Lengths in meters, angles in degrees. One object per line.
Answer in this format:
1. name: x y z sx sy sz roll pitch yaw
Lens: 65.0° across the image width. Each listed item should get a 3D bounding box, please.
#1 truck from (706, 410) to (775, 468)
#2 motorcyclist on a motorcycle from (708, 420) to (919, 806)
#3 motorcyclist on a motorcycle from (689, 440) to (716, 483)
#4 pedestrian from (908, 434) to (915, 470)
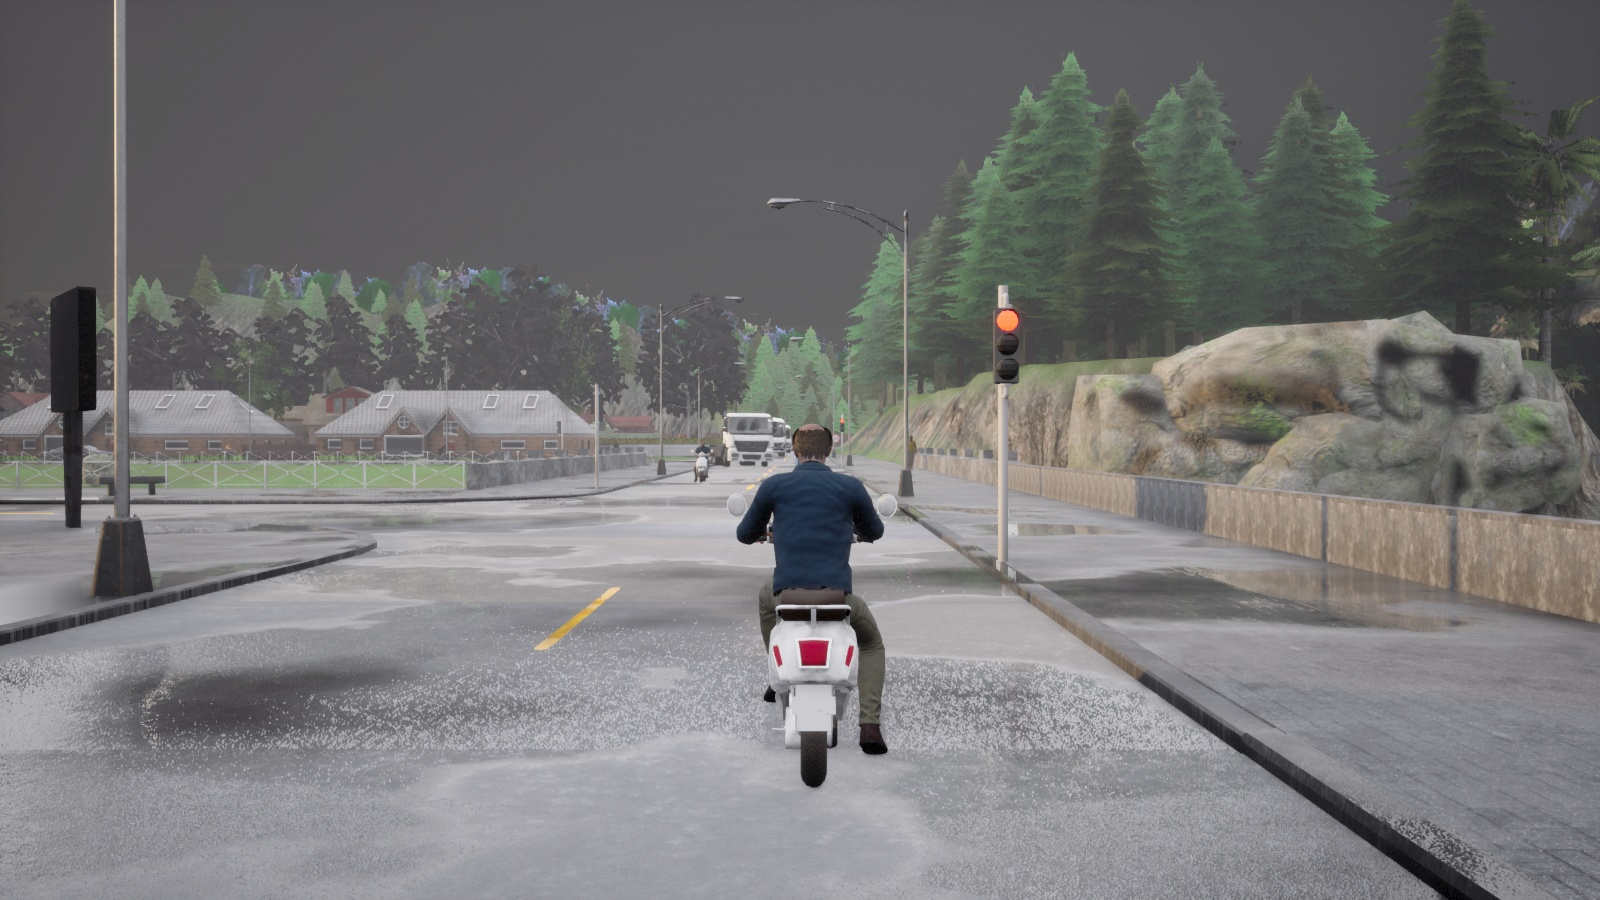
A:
1. truck: -3.872 -0.701 80.097 2.891 3.462 7.936 1 1 -14
2. motorcyclist on a motorcycle: 0.059 0.666 6.070 0.866 1.590 1.817 0 0 0
3. motorcyclist on a motorcycle: -3.717 0.426 48.000 0.866 1.590 1.817 0 0 0
4. pedestrian: 5.636 0.102 63.522 0.370 1.835 0.726 0 0 3
